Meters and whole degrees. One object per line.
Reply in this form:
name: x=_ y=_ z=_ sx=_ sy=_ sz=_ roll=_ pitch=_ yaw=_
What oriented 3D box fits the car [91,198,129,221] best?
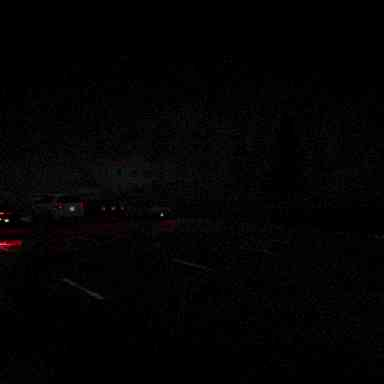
car: x=-7.216 y=1.259 z=26.118 sx=2.097 sy=1.767 sz=4.553 roll=0 pitch=0 yaw=-42

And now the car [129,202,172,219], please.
car: x=-3.827 y=1.495 z=27.587 sx=1.895 sy=1.301 sz=4.718 roll=0 pitch=0 yaw=-42

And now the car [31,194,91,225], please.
car: x=-9.528 y=1.144 z=23.452 sx=2.150 sy=2.045 sz=5.566 roll=0 pitch=0 yaw=-42

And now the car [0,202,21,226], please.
car: x=-12.644 y=1.441 z=21.686 sx=1.837 sy=1.490 sz=4.892 roll=0 pitch=0 yaw=-42
